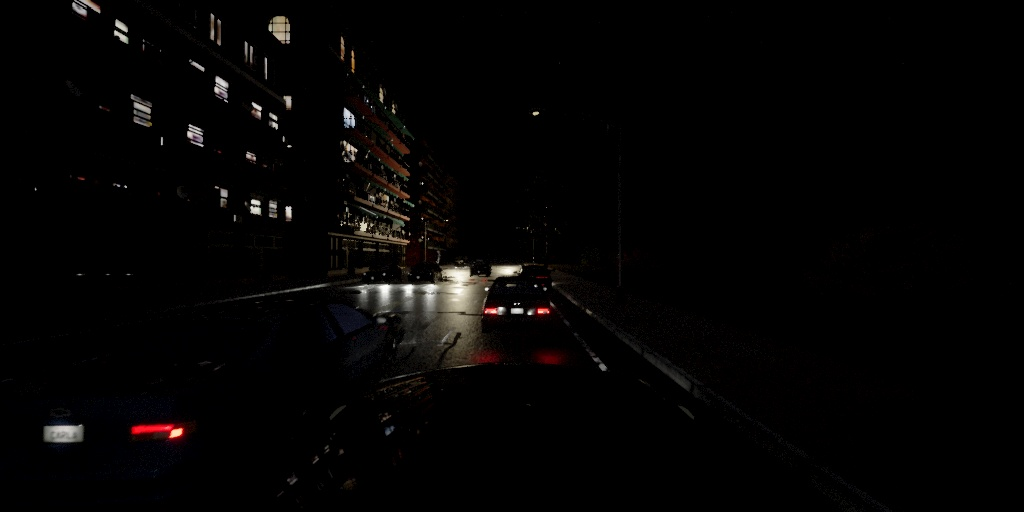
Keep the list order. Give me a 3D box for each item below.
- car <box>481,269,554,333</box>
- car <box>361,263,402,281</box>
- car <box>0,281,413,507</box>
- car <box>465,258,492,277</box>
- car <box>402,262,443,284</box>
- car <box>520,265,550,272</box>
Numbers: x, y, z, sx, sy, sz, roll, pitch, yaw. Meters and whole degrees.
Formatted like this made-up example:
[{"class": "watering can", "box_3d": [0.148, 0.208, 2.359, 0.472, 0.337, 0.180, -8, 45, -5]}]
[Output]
[{"class": "car", "box_3d": [0.118, 1.299, 10.669, 2.033, 1.411, 5.357, 0, 0, 0]}, {"class": "car", "box_3d": [-9.789, 1.279, 27.489, 1.812, 1.442, 4.674, 0, 0, 0]}, {"class": "car", "box_3d": [-3.146, 1.298, 5.029, 2.033, 1.411, 5.357, 0, 0, 0]}, {"class": "car", "box_3d": [-3.084, 1.246, 35.780, 2.128, 1.511, 4.902, 0, 0, 0]}, {"class": "car", "box_3d": [-6.553, 1.258, 27.449, 1.837, 1.490, 4.892, 0, 0, 0]}, {"class": "car", "box_3d": [1.171, 1.258, 20.357, 1.837, 1.490, 4.892, 0, 0, 0]}]
